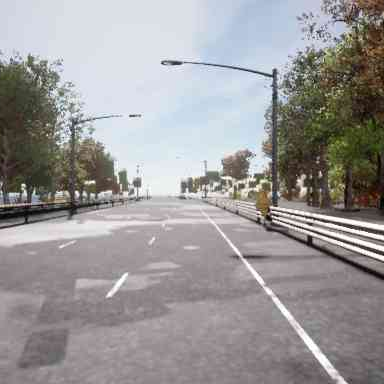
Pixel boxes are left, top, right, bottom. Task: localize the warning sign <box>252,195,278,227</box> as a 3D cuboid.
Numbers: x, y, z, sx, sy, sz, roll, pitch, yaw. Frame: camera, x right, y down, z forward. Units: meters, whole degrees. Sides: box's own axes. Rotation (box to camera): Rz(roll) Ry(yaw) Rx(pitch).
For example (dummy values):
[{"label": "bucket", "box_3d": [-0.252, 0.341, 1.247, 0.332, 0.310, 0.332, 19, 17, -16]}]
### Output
[{"label": "warning sign", "box_3d": [4.402, 1.122, 20.184, 1.300, 1.860, 1.060, -1, -1, -1]}]
